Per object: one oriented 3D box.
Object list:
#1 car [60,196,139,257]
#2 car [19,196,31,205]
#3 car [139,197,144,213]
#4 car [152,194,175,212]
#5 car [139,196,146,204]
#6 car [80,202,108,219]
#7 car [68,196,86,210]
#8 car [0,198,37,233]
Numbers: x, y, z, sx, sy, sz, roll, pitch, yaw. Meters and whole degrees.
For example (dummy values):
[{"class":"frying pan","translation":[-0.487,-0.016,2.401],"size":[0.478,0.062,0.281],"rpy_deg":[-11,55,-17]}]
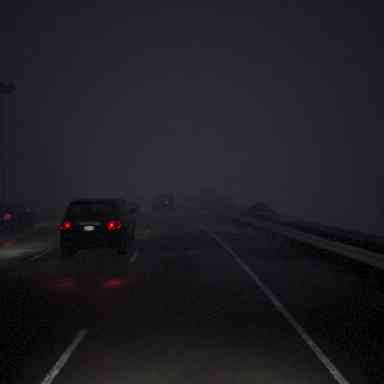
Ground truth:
[{"class":"car","translation":[-3.541,1.258,13.333],"size":[2.150,2.045,5.566],"rpy_deg":[0,0,-5]},{"class":"car","translation":[-35.814,1.772,71.291],"size":[2.097,1.767,4.553],"rpy_deg":[-1,0,-23]},{"class":"car","translation":[-6.811,1.626,37.332],"size":[1.994,1.385,4.181],"rpy_deg":[-1,0,-12]},{"class":"car","translation":[-3.331,1.237,38.593],"size":[2.150,2.045,5.566],"rpy_deg":[0,0,-12]},{"class":"car","translation":[-10.048,1.590,63.400],"size":[1.837,1.490,4.892],"rpy_deg":[0,0,-19]},{"class":"car","translation":[-9.022,1.697,30.983],"size":[1.895,1.301,4.718],"rpy_deg":[-1,0,-10]},{"class":"car","translation":[-16.172,1.530,47.035],"size":[2.097,1.767,4.553],"rpy_deg":[-1,0,-15]},{"class":"car","translation":[-11.433,1.487,20.878],"size":[2.097,1.767,4.553],"rpy_deg":[-1,0,-7]}]
